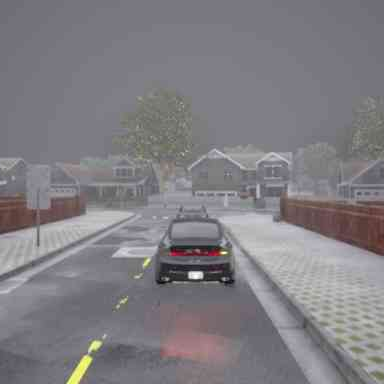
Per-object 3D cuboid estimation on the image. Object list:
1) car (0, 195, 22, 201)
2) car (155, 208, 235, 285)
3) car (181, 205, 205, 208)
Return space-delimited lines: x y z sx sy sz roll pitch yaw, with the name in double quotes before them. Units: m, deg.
"car" -18.570 1.142 36.233 4.892 1.490 1.837 0 0 12
"car" 0.069 1.436 9.263 1.837 1.490 4.892 0 1 0
"car" 0.034 1.442 21.275 1.895 1.301 4.718 0 0 0
